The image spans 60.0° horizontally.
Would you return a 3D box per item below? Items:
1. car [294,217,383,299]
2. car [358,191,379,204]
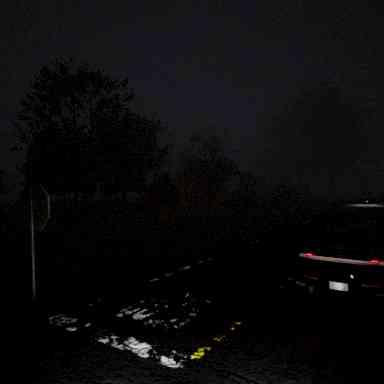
[{"bbox_3d":[3.799,1.329,7.655,2.128,1.511,4.902,0,1,33],"label":"car"},{"bbox_3d":[20.636,0.598,38.685,2.033,1.411,5.357,0,1,33],"label":"car"}]
